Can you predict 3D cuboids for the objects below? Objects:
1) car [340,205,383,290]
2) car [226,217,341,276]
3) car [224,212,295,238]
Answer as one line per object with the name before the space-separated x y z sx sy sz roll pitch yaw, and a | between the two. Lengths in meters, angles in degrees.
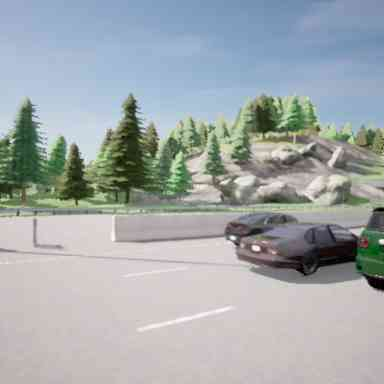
car | 6.348 1.342 8.056 5.566 2.045 2.150 2 -1 -32
car | 3.949 1.665 10.694 5.357 1.411 2.033 1 0 -32
car | 3.673 1.646 14.591 4.892 1.490 1.837 1 -1 -33
